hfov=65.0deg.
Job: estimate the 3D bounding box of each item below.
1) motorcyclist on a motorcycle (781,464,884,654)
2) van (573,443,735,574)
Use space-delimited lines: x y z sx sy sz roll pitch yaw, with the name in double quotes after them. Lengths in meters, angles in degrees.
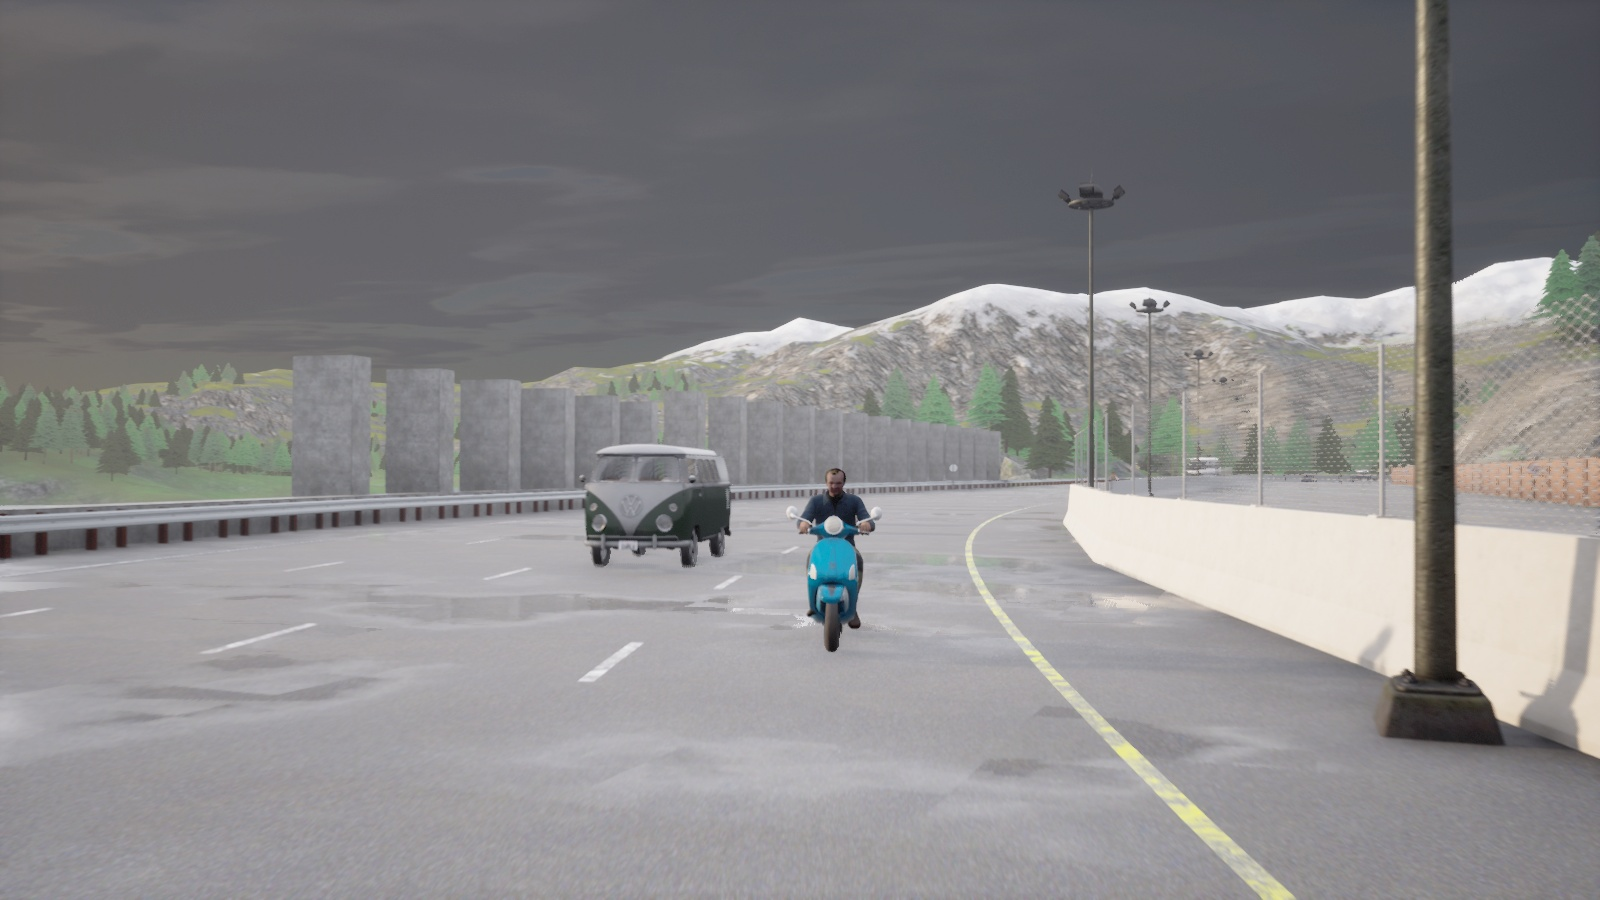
0.323 0.957 11.452 0.866 1.590 1.817 0 -3 3 "motorcyclist on a motorcycle"
-2.353 0.934 21.372 1.775 1.987 4.442 0 -1 6 "van"
